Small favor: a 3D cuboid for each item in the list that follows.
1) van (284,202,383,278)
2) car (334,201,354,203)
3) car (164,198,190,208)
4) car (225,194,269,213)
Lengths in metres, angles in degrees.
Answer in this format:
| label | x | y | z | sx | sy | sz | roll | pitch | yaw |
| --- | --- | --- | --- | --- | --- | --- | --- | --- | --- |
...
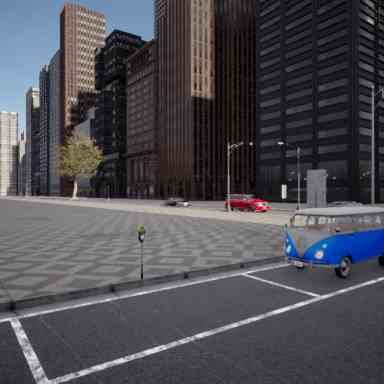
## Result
| label | x | y | z | sx | sy | sz | roll | pitch | yaw |
| --- | --- | --- | --- | --- | --- | --- | --- | --- | --- |
| van | 4.463 | 1.341 | 9.836 | 3.998 | 1.788 | 1.690 | 0 | 0 | -36 |
| car | 13.172 | 1.530 | 27.618 | 2.128 | 1.511 | 4.902 | 0 | 0 | -33 |
| car | -2.265 | 1.595 | 49.289 | 2.128 | 1.511 | 4.902 | 0 | 0 | -35 |
| car | 6.119 | 1.281 | 37.603 | 2.150 | 2.045 | 5.566 | 0 | 1 | -36 |
